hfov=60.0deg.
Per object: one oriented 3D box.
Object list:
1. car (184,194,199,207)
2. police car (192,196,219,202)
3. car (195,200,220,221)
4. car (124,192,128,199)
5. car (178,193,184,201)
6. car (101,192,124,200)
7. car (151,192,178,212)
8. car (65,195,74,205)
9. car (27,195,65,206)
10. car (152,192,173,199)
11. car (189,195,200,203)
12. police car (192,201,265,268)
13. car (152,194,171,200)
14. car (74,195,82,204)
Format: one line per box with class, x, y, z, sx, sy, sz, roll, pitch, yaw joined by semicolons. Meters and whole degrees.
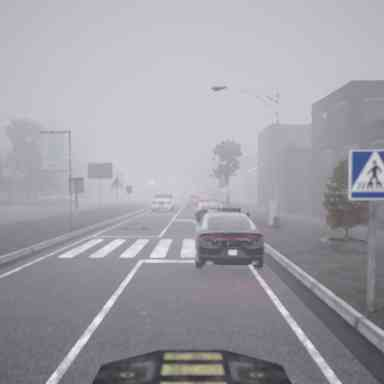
car;0.376;1.179;48.401;2.097;1.767;4.553;0;0;1
police car;1.115;1.288;20.947;1.930;1.638;5.238;0;0;0
car;1.163;1.383;26.843;1.812;1.442;4.674;0;0;0
car;-21.212;1.241;92.304;5.008;1.535;2.097;0;0;1
car;-2.648;1.303;77.924;1.895;1.301;4.718;0;0;0
car;-21.251;1.227;86.736;5.008;1.535;2.097;0;0;1
car;-3.081;1.063;36.461;2.150;2.045;5.566;0;0;1
car;-21.560;1.262;51.830;4.892;1.521;2.231;0;0;0
car;-21.591;1.304;48.554;4.674;1.452;2.002;0;0;1
car;-8.156;0.998;92.187;5.566;2.045;2.435;0;0;0
car;0.477;1.354;62.423;2.033;1.411;5.357;0;0;0
police car;1.043;1.306;10.938;1.930;1.638;5.238;0;0;0
car;-8.146;1.242;89.385;4.892;1.521;2.231;0;0;1
car;-21.542;1.257;55.104;5.008;1.535;2.097;0;0;1
